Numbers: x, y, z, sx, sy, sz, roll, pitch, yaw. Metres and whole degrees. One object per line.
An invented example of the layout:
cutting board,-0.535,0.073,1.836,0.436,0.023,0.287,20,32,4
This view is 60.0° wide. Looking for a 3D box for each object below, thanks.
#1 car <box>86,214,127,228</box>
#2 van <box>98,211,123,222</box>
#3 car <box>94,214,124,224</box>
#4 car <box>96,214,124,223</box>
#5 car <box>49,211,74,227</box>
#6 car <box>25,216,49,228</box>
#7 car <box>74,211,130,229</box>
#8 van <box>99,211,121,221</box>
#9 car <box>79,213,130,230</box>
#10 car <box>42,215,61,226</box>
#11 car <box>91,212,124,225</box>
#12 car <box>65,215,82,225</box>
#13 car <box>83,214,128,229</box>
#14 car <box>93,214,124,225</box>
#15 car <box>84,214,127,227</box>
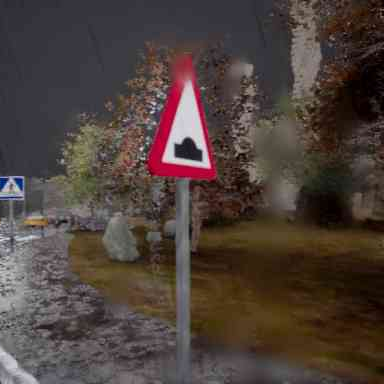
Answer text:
car,-10.408,3.510,40.709,4.792,1.488,2.163,0,-4,-13
van,-15.195,4.605,62.198,4.442,1.987,1.878,0,-3,-13
car,-14.116,4.545,56.792,4.792,1.488,2.163,0,-3,-13
car,-14.666,4.703,59.485,4.792,1.488,2.163,0,-3,-13
car,-16.806,3.548,43.739,2.150,2.045,5.566,0,-4,-13
car,-19.871,3.799,42.568,1.882,1.535,5.008,0,-4,-13
car,-8.621,2.920,32.667,4.892,1.521,2.231,0,-4,-13
van,-17.249,5.052,70.199,4.442,1.987,1.878,0,-3,-13
car,-9.228,3.108,35.347,5.008,1.535,2.097,0,-4,-13
car,-22.180,4.450,52.746,1.882,1.535,5.008,0,-3,-13
car,-12.294,3.890,48.747,4.553,1.767,2.185,0,-3,-13
car,-19.101,4.464,53.868,2.128,1.511,4.902,0,-3,-13
car,-9.824,3.296,38.029,4.892,1.521,2.231,0,-4,-13
car,-12.872,4.223,51.431,4.674,1.452,2.002,0,-3,-13
car,-11.227,3.660,43.349,5.366,1.575,1.946,0,-4,-13
